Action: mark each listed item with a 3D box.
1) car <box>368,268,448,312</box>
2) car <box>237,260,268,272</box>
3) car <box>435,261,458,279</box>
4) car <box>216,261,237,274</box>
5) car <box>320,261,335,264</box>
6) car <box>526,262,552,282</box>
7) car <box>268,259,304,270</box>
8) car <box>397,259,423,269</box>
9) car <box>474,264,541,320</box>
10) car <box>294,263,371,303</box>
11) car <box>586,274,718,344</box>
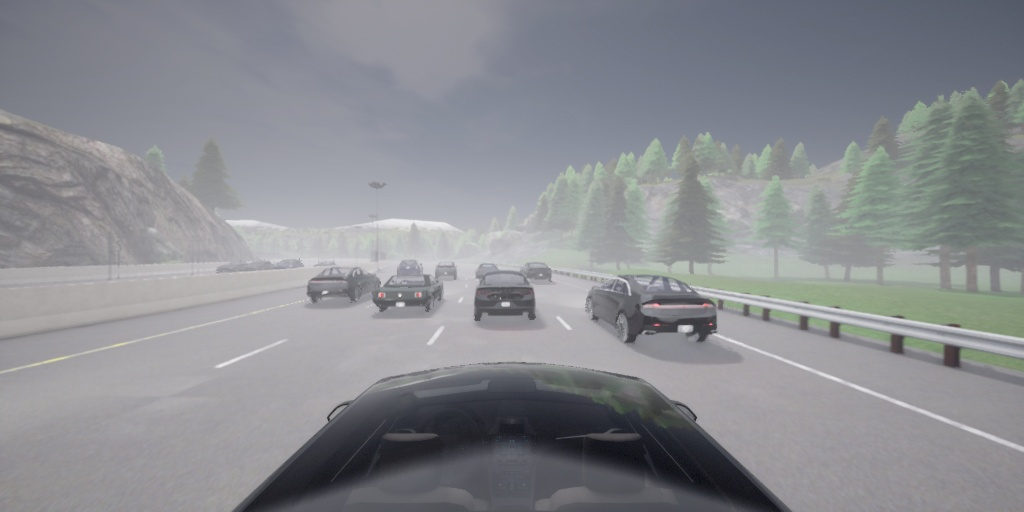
[{"bbox_3d":[-3.900,1.344,14.314,1.895,1.301,4.718,0,0,-4],"label":"car"},{"bbox_3d":[-29.138,1.267,41.481,1.837,1.490,4.892,0,-1,-12],"label":"car"},{"bbox_3d":[-5.844,1.218,32.034,2.128,1.511,4.902,0,0,-9],"label":"car"},{"bbox_3d":[-33.037,1.313,43.003,2.033,1.411,5.357,0,0,-13],"label":"car"},{"bbox_3d":[-22.312,1.293,43.117,2.033,1.411,5.357,0,0,-12],"label":"car"},{"bbox_3d":[1.761,1.194,28.173,1.882,1.535,5.008,0,0,-7],"label":"car"},{"bbox_3d":[-25.460,1.105,40.990,2.097,1.767,4.553,0,0,-12],"label":"car"},{"bbox_3d":[-9.839,1.083,34.796,2.097,1.767,4.553,0,0,-9],"label":"car"},{"bbox_3d":[-0.307,1.216,12.660,1.882,1.535,5.008,0,0,-3],"label":"car"},{"bbox_3d":[-7.592,1.239,16.640,2.128,1.511,4.902,0,0,-4],"label":"car"},{"bbox_3d":[3.345,1.226,9.527,2.128,1.511,4.902,0,0,-2],"label":"car"}]
